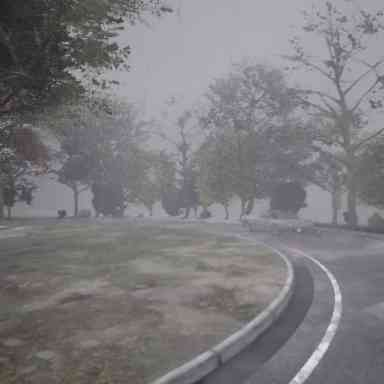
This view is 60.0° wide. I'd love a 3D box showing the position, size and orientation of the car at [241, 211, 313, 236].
[{"bbox_3d":[4.872,1.785,19.954,1.895,1.301,4.718,0,-1,-24],"label":"car"}]
